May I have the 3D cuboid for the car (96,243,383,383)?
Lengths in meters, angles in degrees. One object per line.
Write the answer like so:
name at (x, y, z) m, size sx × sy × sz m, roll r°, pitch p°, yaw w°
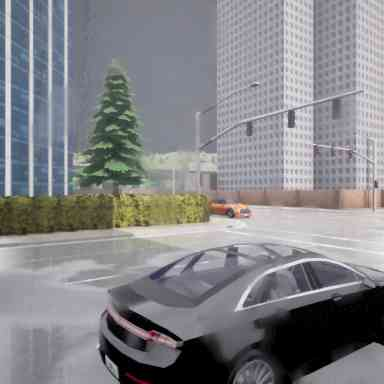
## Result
car at (1.196, 1.492, 4.661) m, size 4.902 × 1.511 × 2.128 m, roll 0°, pitch 0°, yaw -35°

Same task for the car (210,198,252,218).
car at (3.255, 1.352, 29.896) m, size 2.097 × 1.767 × 4.553 m, roll 0°, pitch 0°, yaw -35°
